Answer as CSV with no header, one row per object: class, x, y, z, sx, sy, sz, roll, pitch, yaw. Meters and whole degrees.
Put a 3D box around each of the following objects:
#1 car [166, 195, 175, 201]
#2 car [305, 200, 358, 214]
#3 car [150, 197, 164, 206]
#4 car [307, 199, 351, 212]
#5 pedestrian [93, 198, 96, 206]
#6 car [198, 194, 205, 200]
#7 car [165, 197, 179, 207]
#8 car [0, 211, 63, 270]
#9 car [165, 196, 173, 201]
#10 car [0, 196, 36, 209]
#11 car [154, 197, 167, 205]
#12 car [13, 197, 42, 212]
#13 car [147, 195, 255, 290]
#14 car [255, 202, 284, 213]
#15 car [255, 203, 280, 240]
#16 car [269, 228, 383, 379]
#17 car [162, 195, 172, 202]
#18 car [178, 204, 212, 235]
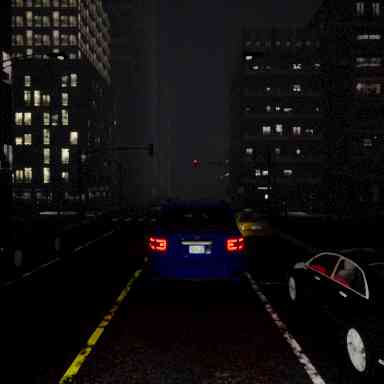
car,-5.714,1.529,88.483,1.887,1.381,4.507,-1,0,0
car,15.525,1.655,37.156,5.357,1.411,2.033,0,1,1
car,-5.710,1.513,54.386,1.752,1.417,4.829,-1,0,0
car,16.308,1.622,39.737,4.403,1.369,2.008,0,0,1
pedestrian,-12.555,1.299,43.079,0.500,1.100,0.500,0,0,1
car,2.664,1.424,94.139,1.967,1.590,4.097,-1,0,0
car,-3.099,1.552,52.681,1.994,1.385,4.181,0,0,0
car,-5.834,1.541,11.014,1.887,1.381,4.507,-1,0,0
car,-5.712,1.567,82.828,1.802,1.307,4.206,-1,0,0
car,-21.667,1.274,40.230,4.829,1.417,1.752,0,0,1
car,-5.710,1.553,60.210,1.947,1.339,4.313,-1,0,0
car,-17.821,1.442,34.417,4.181,1.385,1.994,1,1,1
car,0.095,1.219,9.226,2.150,2.045,5.566,0,0,0
car,6.906,1.664,34.101,4.718,1.301,1.895,1,1,1
car,2.804,1.521,16.772,1.752,1.417,4.829,-1,0,0
car,2.806,1.549,5.313,2.008,1.369,4.403,-1,0,0
car,-5.712,1.530,77.174,1.887,1.381,4.507,-1,0,0
car,0.095,1.520,19.737,1.812,1.442,4.674,0,0,-2
